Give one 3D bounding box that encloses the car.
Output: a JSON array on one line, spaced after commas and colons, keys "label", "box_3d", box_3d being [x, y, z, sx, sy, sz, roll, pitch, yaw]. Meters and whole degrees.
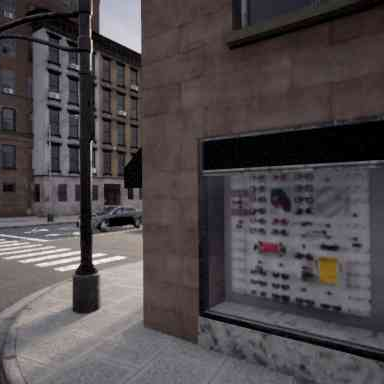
[{"label": "car", "box_3d": [-4.988, 1.592, 21.099, 2.128, 1.511, 4.902, -1, -1, 34]}]
